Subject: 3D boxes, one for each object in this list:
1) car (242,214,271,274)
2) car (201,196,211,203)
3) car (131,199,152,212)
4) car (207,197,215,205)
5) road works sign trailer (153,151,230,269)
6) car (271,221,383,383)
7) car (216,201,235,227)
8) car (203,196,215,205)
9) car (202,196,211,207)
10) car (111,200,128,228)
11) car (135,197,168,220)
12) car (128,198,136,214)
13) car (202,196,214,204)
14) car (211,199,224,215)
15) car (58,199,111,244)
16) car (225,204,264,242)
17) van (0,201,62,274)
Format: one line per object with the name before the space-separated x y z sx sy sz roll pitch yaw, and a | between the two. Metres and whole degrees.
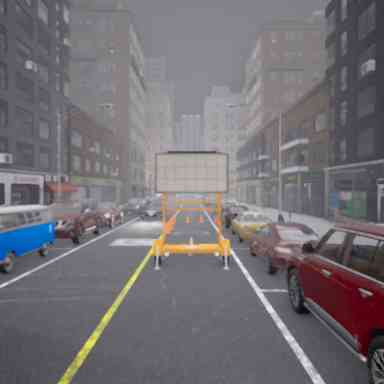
car | 2.845 1.564 10.187 1.802 1.307 4.206 -1 0 0
car | 2.785 1.438 66.046 1.802 1.307 4.206 -1 0 0
car | -5.724 1.508 38.105 1.802 1.307 4.206 -1 0 0
car | 2.821 1.489 32.531 2.008 1.369 4.403 -1 0 0
road works sign trailer | -0.007 0.445 11.014 2.380 3.560 2.880 0 0 0
car | 2.847 1.307 4.601 2.192 1.841 5.009 -1 0 0
car | 2.832 1.526 21.359 1.947 1.339 4.313 -1 0 0
car | 2.797 1.411 55.044 1.752 1.417 4.829 -1 0 0
car | 2.803 1.451 49.288 2.008 1.369 4.403 -1 0 0
car | -5.704 1.400 21.348 1.967 1.590 4.097 -1 0 0
car | -3.132 1.439 27.896 2.128 1.511 4.902 0 0 0
car | -5.718 1.378 32.519 1.967 1.590 4.097 -1 0 0
car | 2.791 1.437 60.460 1.947 1.339 4.313 -1 0 0
car | 2.826 1.515 26.945 1.947 1.339 4.313 -1 0 0
car | -5.698 1.286 15.762 2.192 1.841 5.009 -1 0 0
car | 2.838 1.496 15.943 1.752 1.417 4.829 -1 0 0
van | -5.691 1.323 10.176 1.690 1.788 3.998 -1 0 0
